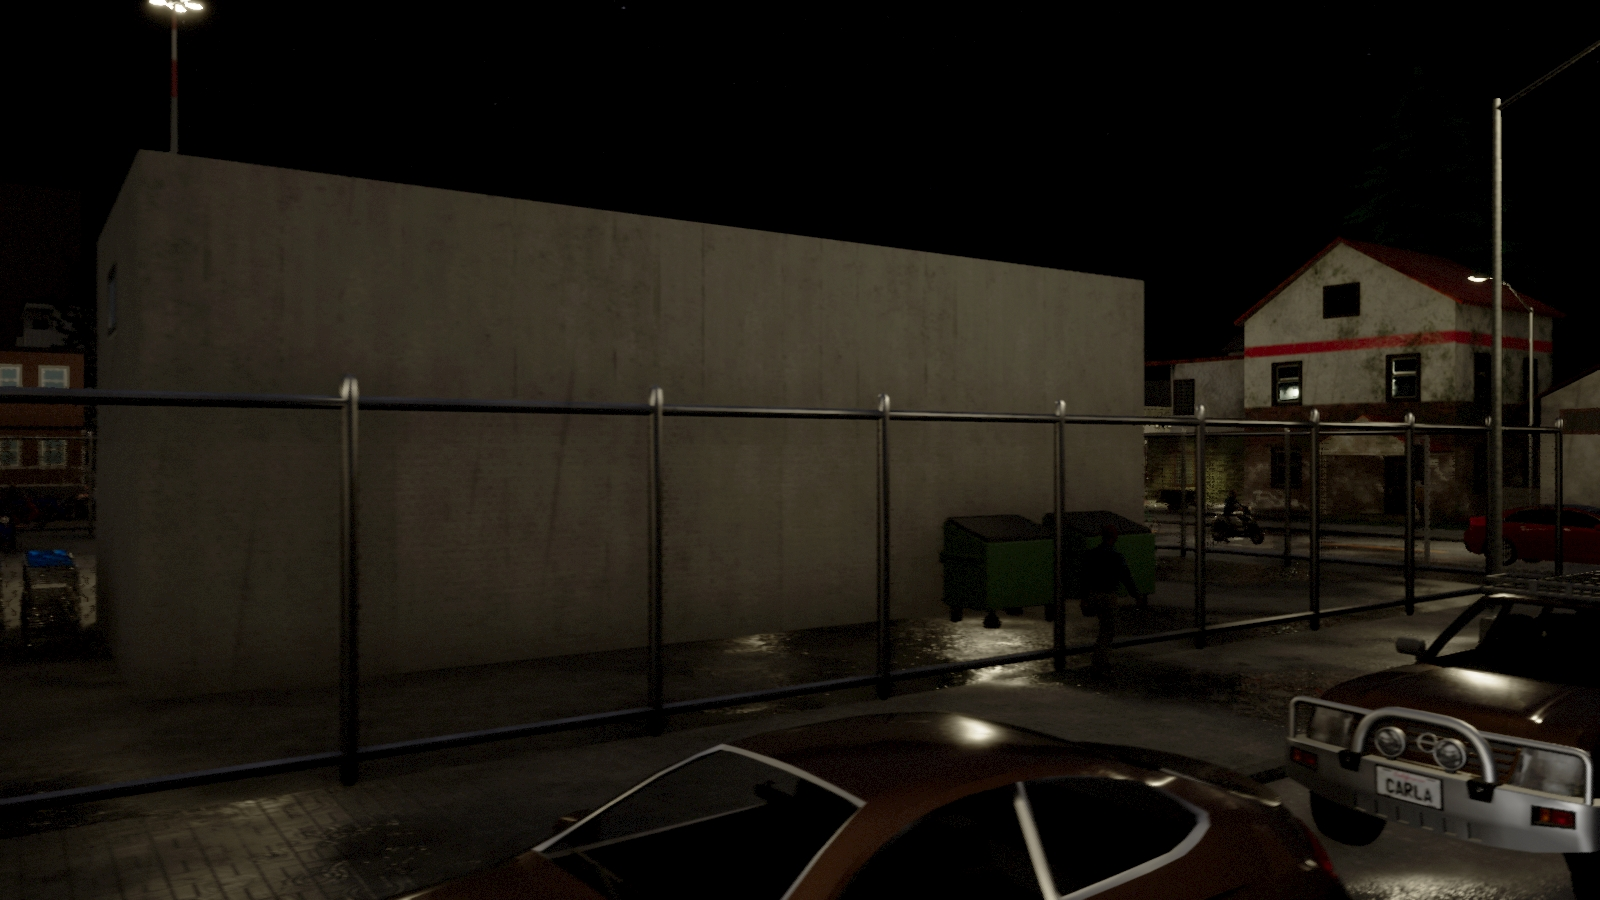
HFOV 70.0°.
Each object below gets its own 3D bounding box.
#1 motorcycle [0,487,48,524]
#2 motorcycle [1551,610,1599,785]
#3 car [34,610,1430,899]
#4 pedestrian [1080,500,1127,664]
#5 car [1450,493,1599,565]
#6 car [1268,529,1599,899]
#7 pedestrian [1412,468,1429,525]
[{"bbox_3d":[-27.675,1.961,40.387,1.805,1.236,0.856,-1,1,-35],"label":"motorcycle"},{"bbox_3d":[6.952,1.962,9.245,1.805,1.236,0.856,0,0,-35],"label":"motorcycle"},{"bbox_3d":[0.074,1.772,4.437,5.027,1.651,2.152,0,0,-35],"label":"car"},{"bbox_3d":[3.548,1.525,13.340,0.375,1.860,0.375,0,0,-36],"label":"pedestrian"},{"bbox_3d":[18.390,1.841,26.868,2.231,1.480,4.892,0,0,-35],"label":"car"},{"bbox_3d":[5.644,1.644,8.316,4.605,1.855,1.932,0,0,-34],"label":"car"},{"bbox_3d":[20.578,1.525,37.862,0.375,1.860,0.375,0,0,-38],"label":"pedestrian"}]
